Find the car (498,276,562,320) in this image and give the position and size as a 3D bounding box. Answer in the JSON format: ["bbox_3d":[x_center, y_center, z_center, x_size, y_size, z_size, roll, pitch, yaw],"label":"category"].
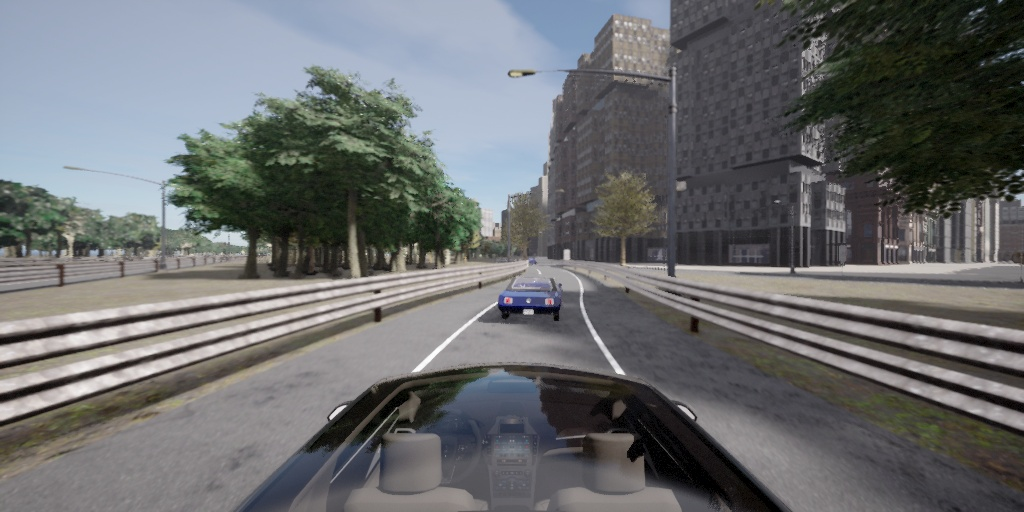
[{"bbox_3d":[0.806,1.342,12.635,1.895,1.301,4.718,0,0,8],"label":"car"}]
